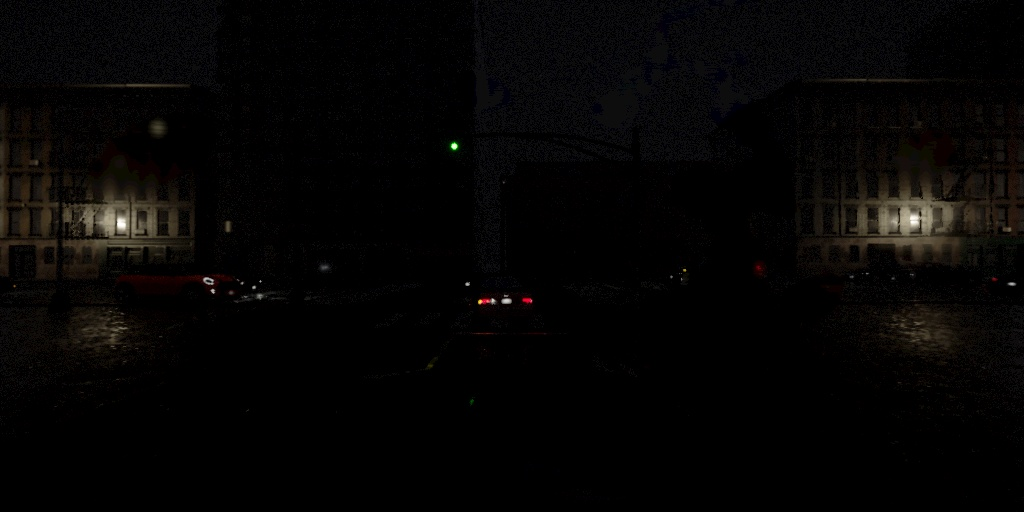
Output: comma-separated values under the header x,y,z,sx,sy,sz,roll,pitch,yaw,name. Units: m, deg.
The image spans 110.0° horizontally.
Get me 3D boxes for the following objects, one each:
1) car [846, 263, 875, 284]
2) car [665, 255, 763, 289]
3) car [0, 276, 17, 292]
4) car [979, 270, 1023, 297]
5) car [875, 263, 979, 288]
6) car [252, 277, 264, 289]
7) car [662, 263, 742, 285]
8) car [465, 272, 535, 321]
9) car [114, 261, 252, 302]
x,y,z,sx,sy,sz,roll,pitch,yaw,name
27.434,1.254,26.327,4.902,1.511,2.128,0,-1,0,car
12.982,0.984,23.062,5.566,2.045,2.150,0,-1,-1,car
-30.169,1.373,19.612,4.181,1.385,1.994,0,-1,0,car
24.836,1.241,16.380,4.181,1.385,1.994,0,-1,0,car
27.053,1.223,23.076,4.902,1.511,2.128,-1,-1,0,car
-16.750,1.334,19.614,5.357,1.411,2.033,0,-1,0,car
13.819,1.297,26.323,4.892,1.490,1.837,0,-1,0,car
-0.568,1.278,12.480,2.033,1.411,5.357,0,1,-9,car
-15.038,1.106,16.368,4.553,1.767,2.097,0,-1,0,car
